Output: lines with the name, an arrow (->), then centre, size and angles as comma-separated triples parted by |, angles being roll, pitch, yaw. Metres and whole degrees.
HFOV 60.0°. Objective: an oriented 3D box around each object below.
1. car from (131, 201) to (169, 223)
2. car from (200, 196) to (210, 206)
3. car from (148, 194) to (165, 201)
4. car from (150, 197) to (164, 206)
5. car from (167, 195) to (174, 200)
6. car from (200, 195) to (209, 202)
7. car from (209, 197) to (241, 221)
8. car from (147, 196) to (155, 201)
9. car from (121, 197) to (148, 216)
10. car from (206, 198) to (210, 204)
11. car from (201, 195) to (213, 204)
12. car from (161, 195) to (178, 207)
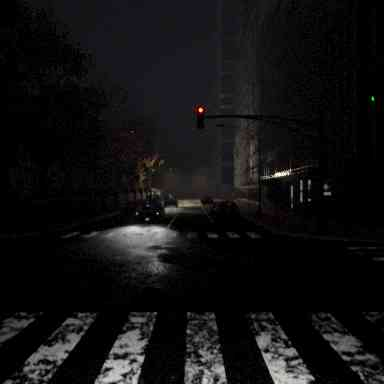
car -> -3.109, 1.582, 25.334 | 1.895, 1.301, 4.718 | 0, 0, 0
car -> 2.676, 1.521, 54.834 | 1.947, 1.339, 4.313 | 0, 0, 0
car -> -5.703, 1.278, 49.153 | 2.192, 1.841, 5.009 | 0, 0, 0
car -> -5.705, 1.537, 54.835 | 1.802, 1.307, 4.206 | 0, 0, 0
car -> -5.715, 1.461, 88.936 | 1.802, 1.307, 4.206 | 0, 0, 0
car -> 2.671, 1.449, 72.050 | 1.752, 1.417, 4.829 | 0, 0, 0
car -> 2.685, 1.421, 26.429 | 1.967, 1.590, 4.097 | 0, 0, 0
car -> -5.700, 1.523, 37.787 | 2.008, 1.369, 4.403 | 0, 0, 0
car -> -5.698, 1.521, 32.104 | 1.887, 1.381, 4.507 | 0, 0, 0
car -> 2.682, 1.542, 32.109 | 1.947, 1.339, 4.313 | 0, 0, 0
car -> 2.675, 1.387, 60.515 | 1.967, 1.590, 4.097 | 0, 0, 0
car -> -3.096, 1.564, 48.956 | 1.895, 1.301, 4.718 | 0, 0, 0
